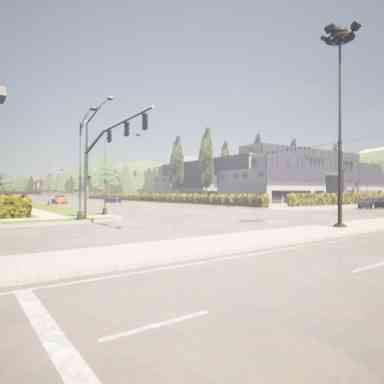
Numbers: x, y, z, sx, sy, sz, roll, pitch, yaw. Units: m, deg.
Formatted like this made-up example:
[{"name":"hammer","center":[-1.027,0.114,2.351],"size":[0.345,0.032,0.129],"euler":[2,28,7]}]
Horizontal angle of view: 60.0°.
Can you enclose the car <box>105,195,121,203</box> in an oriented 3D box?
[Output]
[{"name":"car","center":[-16.148,1.339,67.907],"size":[2.097,1.767,4.553],"euler":[0,0,-34]}]

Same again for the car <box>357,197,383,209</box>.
[{"name":"car","center":[23.813,1.478,43.927],"size":[4.892,1.490,1.837],"euler":[0,0,-34]}]

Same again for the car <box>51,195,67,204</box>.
[{"name":"car","center":[-24.833,1.342,62.144],"size":[2.097,1.767,4.553],"euler":[0,0,-34]}]
